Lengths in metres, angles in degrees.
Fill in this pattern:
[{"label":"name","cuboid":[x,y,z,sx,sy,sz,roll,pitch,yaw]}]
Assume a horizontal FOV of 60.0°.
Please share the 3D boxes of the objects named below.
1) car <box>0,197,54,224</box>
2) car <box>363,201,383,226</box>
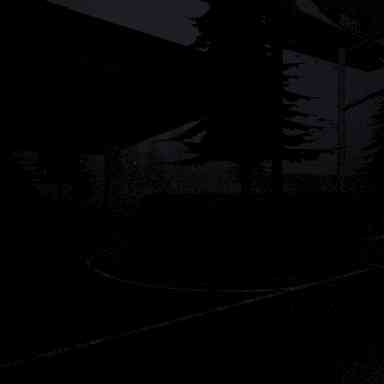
[{"label":"car","cuboid":[-11.953,1.313,23.482,3.866,1.878,1.905,0,0,-36]},{"label":"car","cuboid":[11.394,1.317,21.322,2.128,1.511,4.902,0,1,-36]}]
